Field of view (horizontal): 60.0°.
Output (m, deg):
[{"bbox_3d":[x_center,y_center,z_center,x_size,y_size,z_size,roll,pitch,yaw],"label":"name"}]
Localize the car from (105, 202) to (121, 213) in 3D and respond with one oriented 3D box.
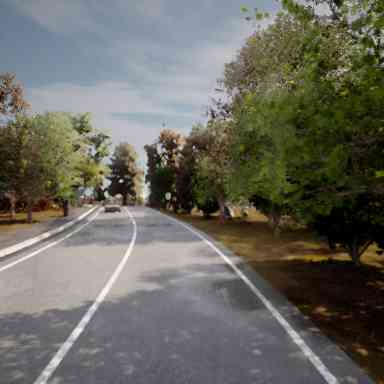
[{"bbox_3d":[-9.320,1.801,39.292,1.895,1.301,4.718,1,0,-13],"label":"car"}]
